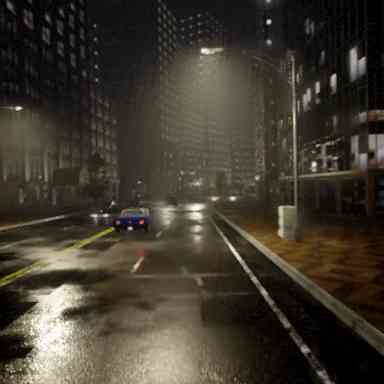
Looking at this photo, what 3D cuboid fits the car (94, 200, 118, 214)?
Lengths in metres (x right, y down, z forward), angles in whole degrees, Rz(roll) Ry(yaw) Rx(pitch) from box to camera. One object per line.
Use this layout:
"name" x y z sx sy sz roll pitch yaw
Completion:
"car" -9.954 1.706 39.140 2.033 1.411 5.357 -1 0 0

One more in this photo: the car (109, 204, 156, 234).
"car" -3.275 1.633 19.795 1.895 1.301 4.718 -1 0 0

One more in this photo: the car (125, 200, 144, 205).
"car" -6.705 1.622 39.149 2.033 1.411 5.357 -1 0 0

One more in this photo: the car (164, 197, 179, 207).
"car" -3.112 1.439 51.530 1.882 1.535 5.008 -2 0 3
